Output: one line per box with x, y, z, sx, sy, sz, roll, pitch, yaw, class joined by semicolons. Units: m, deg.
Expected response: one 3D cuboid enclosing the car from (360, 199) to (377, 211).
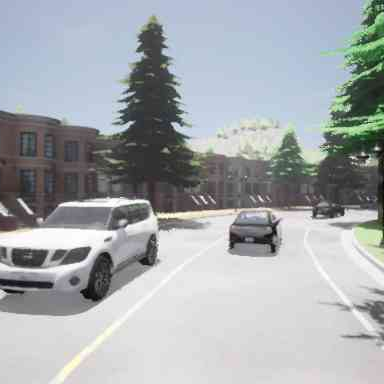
24.671;1.701;44.384;4.892;1.490;1.837;1;-1;-25;car

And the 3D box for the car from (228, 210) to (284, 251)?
2.836;1.524;14.359;2.128;1.511;4.902;0;0;18;car

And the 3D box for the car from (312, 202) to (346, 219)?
12.742;1.633;31.003;1.812;1.442;4.674;0;0;42;car

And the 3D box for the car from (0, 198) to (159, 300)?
-2.548;1.214;8.851;2.150;2.045;5.566;0;0;12;car
